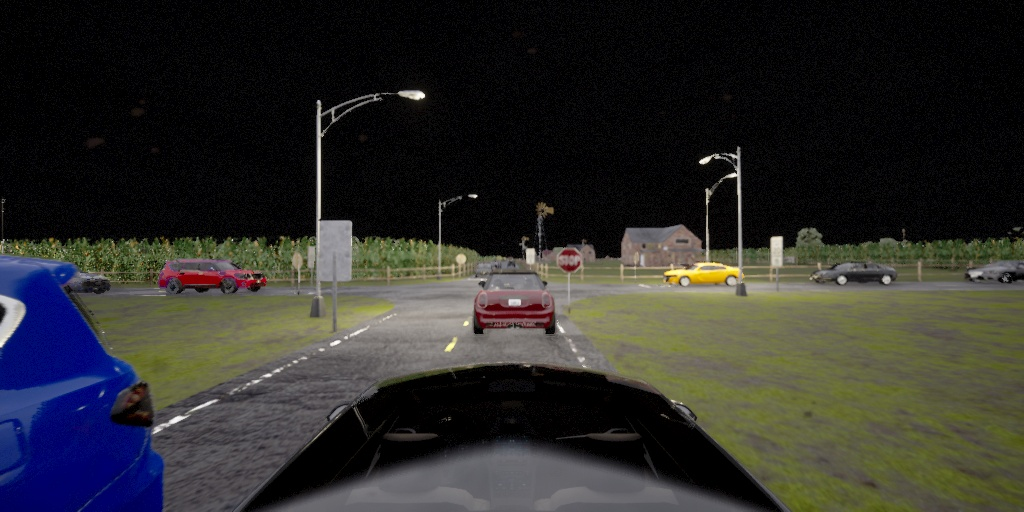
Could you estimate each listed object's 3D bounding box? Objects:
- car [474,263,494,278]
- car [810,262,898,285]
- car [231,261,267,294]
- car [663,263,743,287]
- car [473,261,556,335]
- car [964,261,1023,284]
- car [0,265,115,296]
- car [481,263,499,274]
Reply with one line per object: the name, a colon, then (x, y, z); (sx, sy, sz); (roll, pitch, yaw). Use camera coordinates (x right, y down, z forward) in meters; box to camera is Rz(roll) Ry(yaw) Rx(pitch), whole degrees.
car: (-2.851, 1.482, 37.692); (1.837, 1.490, 4.892); (0, 0, -1)
car: (23.032, 1.177, 24.293); (4.892, 1.490, 1.837); (-1, -1, 1)
car: (-18.296, 1.245, 22.012); (5.566, 2.045, 2.150); (-1, -1, 1)
car: (12.930, 1.242, 24.421); (5.008, 1.535, 1.882); (-1, -1, 0)
car: (0.035, 1.157, 10.839); (2.097, 1.767, 4.553); (0, 0, -1)
car: (33.598, 1.068, 24.118); (4.902, 1.511, 2.128); (0, -1, 1)
car: (-27.949, 1.465, 22.166); (4.553, 1.767, 2.097); (-1, -1, 1)
car: (-2.872, 1.610, 47.648); (1.994, 1.385, 4.181); (0, 0, 1)
